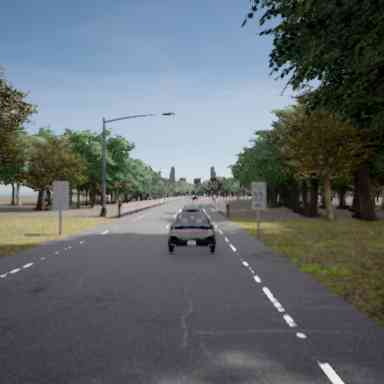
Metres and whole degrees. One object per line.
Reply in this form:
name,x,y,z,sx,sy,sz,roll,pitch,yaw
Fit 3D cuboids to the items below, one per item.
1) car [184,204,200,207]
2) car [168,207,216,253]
car,-0.001,1.781,29.308,1.837,1.490,4.892,0,0,0
car,0.003,1.626,14.297,2.128,1.511,4.902,0,0,0
